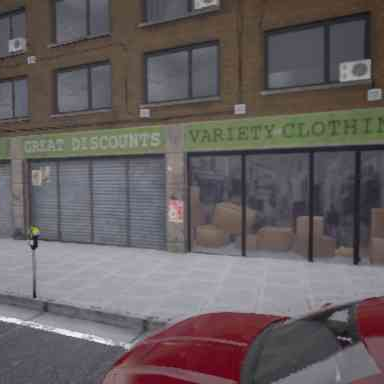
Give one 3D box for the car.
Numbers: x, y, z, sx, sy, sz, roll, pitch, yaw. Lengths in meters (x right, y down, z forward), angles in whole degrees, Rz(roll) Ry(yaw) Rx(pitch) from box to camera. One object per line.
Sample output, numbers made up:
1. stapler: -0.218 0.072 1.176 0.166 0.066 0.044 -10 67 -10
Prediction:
1. car: 1.464 1.420 2.054 4.507 1.381 1.887 0 3 24
